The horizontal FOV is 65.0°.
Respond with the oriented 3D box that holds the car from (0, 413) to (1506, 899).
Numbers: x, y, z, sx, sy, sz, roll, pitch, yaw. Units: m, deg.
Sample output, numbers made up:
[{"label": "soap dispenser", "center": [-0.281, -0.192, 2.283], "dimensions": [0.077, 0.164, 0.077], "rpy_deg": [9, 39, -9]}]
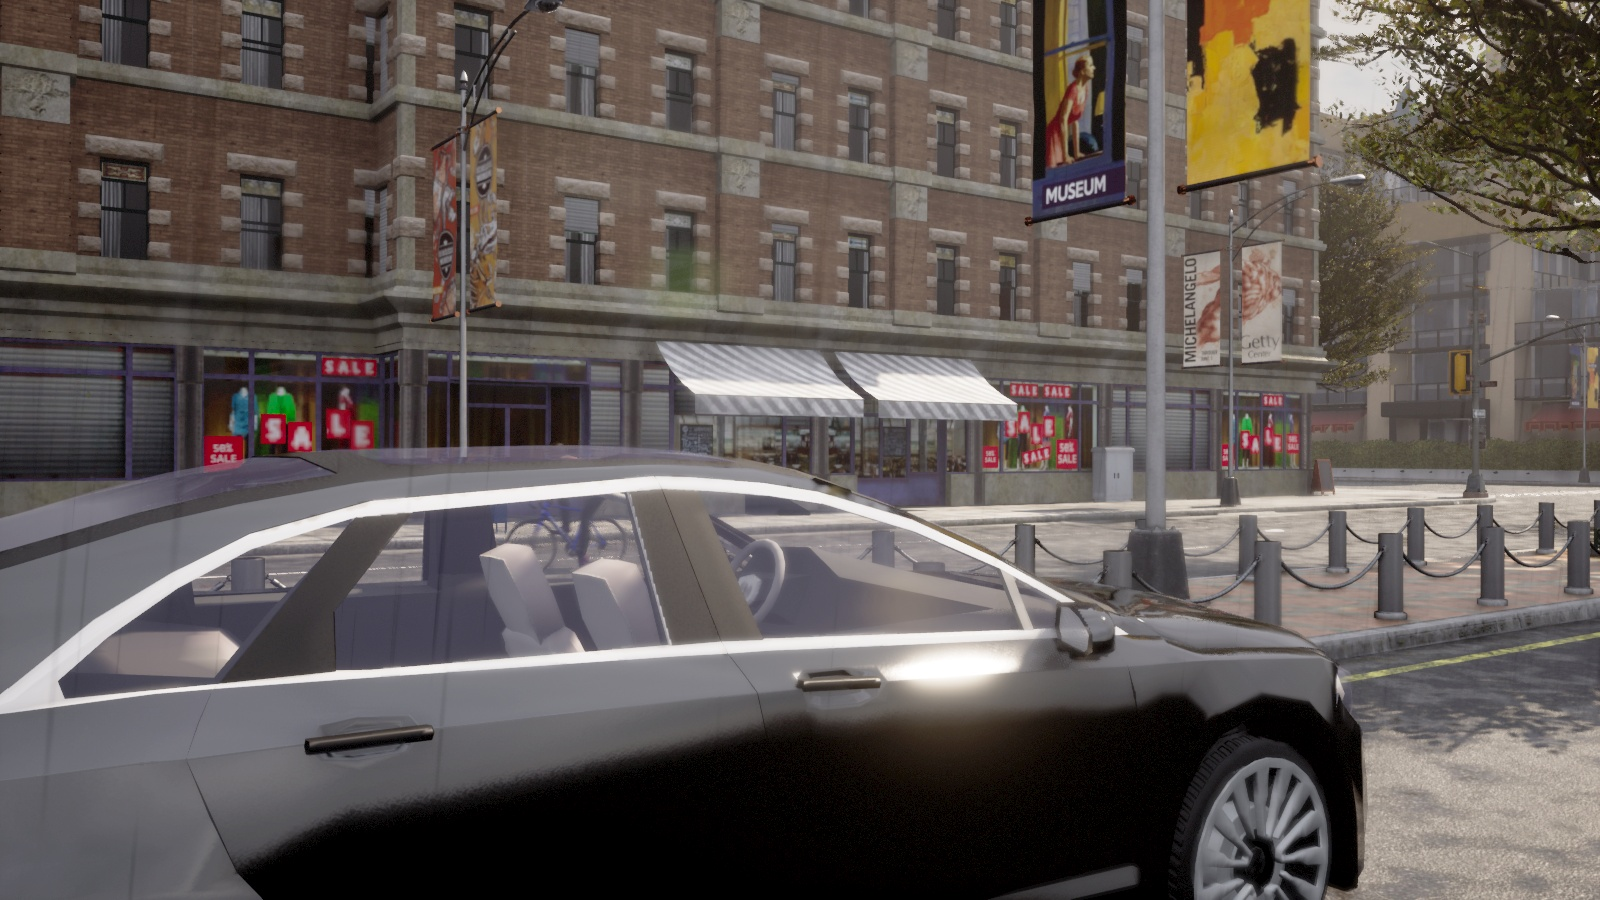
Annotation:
[{"label": "car", "center": [-0.444, 0.710, 3.351], "dimensions": [4.902, 1.511, 2.128], "rpy_deg": [0, 0, -35]}]
